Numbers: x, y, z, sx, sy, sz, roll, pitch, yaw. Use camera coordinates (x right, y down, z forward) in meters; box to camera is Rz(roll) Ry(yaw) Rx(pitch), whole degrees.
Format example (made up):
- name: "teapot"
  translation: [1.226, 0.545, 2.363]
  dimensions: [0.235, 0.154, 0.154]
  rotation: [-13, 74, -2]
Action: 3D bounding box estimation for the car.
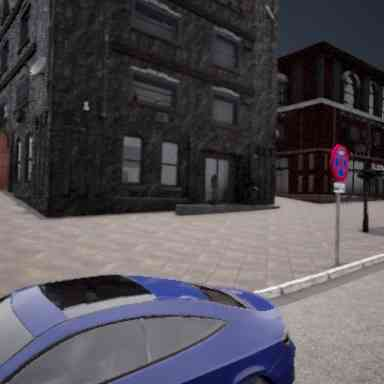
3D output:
- name: "car"
  translation: [-1.078, 1.526, 2.696]
  dimensions: [4.674, 1.442, 1.812]
  rotation: [0, 0, -36]
